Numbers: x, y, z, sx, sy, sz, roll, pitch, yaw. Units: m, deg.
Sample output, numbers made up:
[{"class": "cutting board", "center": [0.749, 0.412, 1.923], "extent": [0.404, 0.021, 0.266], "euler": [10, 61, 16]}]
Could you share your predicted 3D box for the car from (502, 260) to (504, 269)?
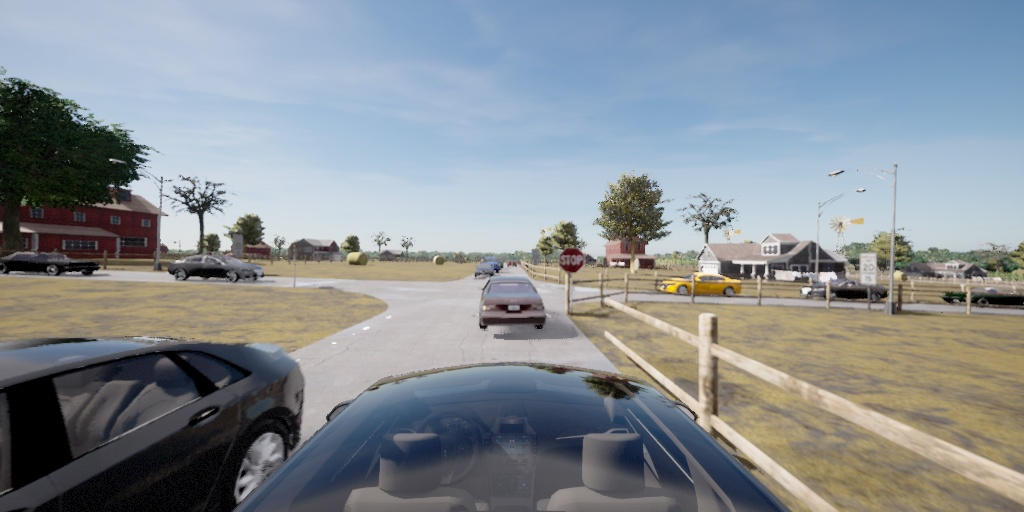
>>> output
[{"class": "car", "center": [-2.826, 1.405, 57.808], "extent": [2.097, 1.767, 4.553], "euler": [0, 0, 0]}]

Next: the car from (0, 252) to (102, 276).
[{"class": "car", "center": [-27.357, 0.459, 21.047], "extent": [4.718, 1.301, 1.895], "euler": [2, 0, 0]}]

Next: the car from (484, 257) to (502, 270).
[{"class": "car", "center": [-2.832, 1.214, 47.748], "extent": [2.150, 2.045, 5.566], "euler": [0, 0, 0]}]

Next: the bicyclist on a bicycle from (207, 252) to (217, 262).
[{"class": "bicyclist on a bicycle", "center": [-22.614, 0.529, 27.034], "extent": [0.582, 1.620, 1.656], "euler": [2, 0, 0]}]

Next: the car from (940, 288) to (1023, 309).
[{"class": "car", "center": [31.992, 2.785, 24.041], "extent": [4.718, 1.301, 1.895], "euler": [2, 0, 0]}]

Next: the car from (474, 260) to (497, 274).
[{"class": "car", "center": [-2.846, 1.464, 37.784], "extent": [1.812, 1.442, 4.674], "euler": [0, 0, 0]}]

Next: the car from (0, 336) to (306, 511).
[{"class": "car", "center": [-2.833, 1.253, 1.377], "extent": [1.837, 1.490, 4.892], "euler": [0, 0, 0]}]

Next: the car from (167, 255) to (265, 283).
[{"class": "car", "center": [-17.253, 0.724, 21.053], "extent": [4.902, 1.511, 2.128], "euler": [2, 0, 0]}]

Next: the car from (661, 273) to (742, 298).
[{"class": "car", "center": [12.564, 1.879, 23.977], "extent": [5.008, 1.535, 1.882], "euler": [2, 0, -2]}]

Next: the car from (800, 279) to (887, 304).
[{"class": "car", "center": [22.100, 2.272, 24.040], "extent": [4.902, 1.511, 2.128], "euler": [2, 0, 0]}]

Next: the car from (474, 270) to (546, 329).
[{"class": "car", "center": [-0.110, 1.347, 11.470], "extent": [2.033, 1.411, 5.357], "euler": [0, 0, -3]}]
